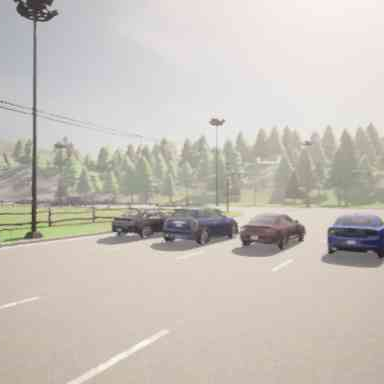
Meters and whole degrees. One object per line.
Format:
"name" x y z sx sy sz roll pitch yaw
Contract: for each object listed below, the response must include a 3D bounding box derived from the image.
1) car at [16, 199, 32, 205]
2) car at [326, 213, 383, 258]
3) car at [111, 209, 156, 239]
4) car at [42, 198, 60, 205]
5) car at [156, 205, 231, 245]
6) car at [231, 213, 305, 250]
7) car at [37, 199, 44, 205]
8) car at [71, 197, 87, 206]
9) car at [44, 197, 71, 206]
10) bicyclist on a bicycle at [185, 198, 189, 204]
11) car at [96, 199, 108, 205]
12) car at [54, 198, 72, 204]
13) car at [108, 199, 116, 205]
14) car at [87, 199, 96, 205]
"car" -39.581 2.356 78.515 4.892 1.490 1.837 0 -1 33
"car" 6.911 1.612 13.702 1.882 1.535 5.008 0 0 33
"car" -2.335 1.698 18.747 2.128 1.511 4.902 0 -1 33
"car" -35.765 2.387 84.384 5.008 1.535 1.882 0 -1 33
"car" 0.565 1.530 16.789 2.097 1.767 4.553 -1 -1 33
"car" 3.771 1.683 15.295 1.812 1.442 4.674 0 0 33
"car" -37.673 2.408 81.450 4.674 1.442 1.812 0 -1 33
"car" -26.779 2.062 74.370 5.566 2.045 2.150 0 -1 33
"car" -28.877 2.166 71.558 4.553 1.767 2.097 0 -1 33
"bicyclist on a bicycle" -1.034 2.104 75.004 0.582 1.620 1.656 0 -1 33
"car" -23.171 2.445 80.370 4.181 1.385 1.994 0 -1 33
"car" -33.856 2.459 87.317 4.902 1.511 2.128 0 -1 33
"car" -21.213 2.419 83.272 4.892 1.490 1.837 0 -1 33
"car" -25.060 2.418 77.423 4.181 1.385 1.994 0 -1 33
